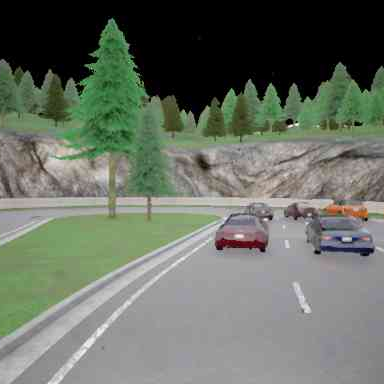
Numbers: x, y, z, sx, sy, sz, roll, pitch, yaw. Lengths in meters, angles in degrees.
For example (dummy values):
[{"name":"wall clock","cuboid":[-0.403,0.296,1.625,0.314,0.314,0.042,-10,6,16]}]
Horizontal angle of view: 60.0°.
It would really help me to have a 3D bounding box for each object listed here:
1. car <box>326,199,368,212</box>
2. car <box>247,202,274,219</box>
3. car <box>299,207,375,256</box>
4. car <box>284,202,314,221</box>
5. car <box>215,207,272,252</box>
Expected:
[{"name":"car","cuboid":[12.443,1.366,27.166,2.097,1.767,4.553,0,0,2]},{"name":"car","cuboid":[5.450,1.563,27.496,2.033,1.411,5.357,0,0,2]},{"name":"car","cuboid":[5.598,1.563,13.114,2.033,1.411,5.357,0,0,14]},{"name":"car","cuboid":[8.947,1.533,27.346,1.812,1.442,4.674,0,0,2]},{"name":"car","cuboid":[2.207,1.572,13.980,1.994,1.385,4.181,0,0,14]}]
